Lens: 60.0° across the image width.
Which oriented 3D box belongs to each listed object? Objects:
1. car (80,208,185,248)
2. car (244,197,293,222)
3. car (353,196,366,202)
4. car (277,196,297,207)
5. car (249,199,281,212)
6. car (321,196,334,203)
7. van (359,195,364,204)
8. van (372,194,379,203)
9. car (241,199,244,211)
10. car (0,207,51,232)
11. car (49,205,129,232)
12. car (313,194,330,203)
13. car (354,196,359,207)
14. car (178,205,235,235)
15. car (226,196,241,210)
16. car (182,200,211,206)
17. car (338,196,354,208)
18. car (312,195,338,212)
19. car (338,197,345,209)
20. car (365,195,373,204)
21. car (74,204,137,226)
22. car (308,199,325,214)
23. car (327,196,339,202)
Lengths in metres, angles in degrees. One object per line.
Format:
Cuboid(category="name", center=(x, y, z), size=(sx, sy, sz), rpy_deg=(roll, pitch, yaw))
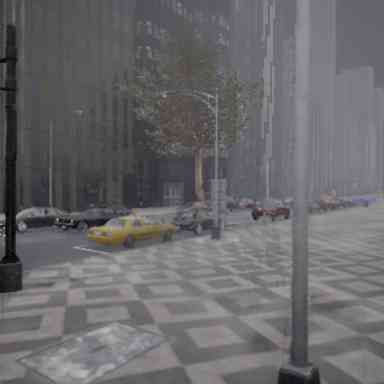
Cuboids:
Cuboid(category="car", center=(-2.639, 1.710, 15.896), size=(1.752, 1.417, 4.829), rpy_deg=(1, 0, 36))
Cuboid(category="car", center=(6.925, 1.519, 29.179), size=(2.192, 1.841, 5.009), rpy_deg=(1, 0, 36))
Cuboid(category="car", center=(40.846, 1.665, 81.032), size=(1.994, 1.385, 4.181), rpy_deg=(1, 0, 36))
Cuboid(category="car", center=(16.104, 1.590, 56.526), size=(1.967, 1.590, 4.097), rpy_deg=(1, 0, 36))
Cuboid(category="car", center=(9.450, 1.705, 42.650), size=(2.033, 1.411, 5.357), rpy_deg=(1, 0, 36))
Cuboid(category="car", center=(32.207, 1.743, 78.899), size=(2.008, 1.369, 4.403), rpy_deg=(1, 0, 36))
Cuboid(category="van", center=(29.468, 1.601, 60.498), size=(1.690, 1.788, 3.998), rpy_deg=(1, 0, 36))
Cuboid(category="van", center=(42.350, 1.636, 78.394), size=(1.690, 1.788, 3.998), rpy_deg=(1, 0, 36))
Cuboid(category="car", center=(6.442, 1.566, 43.102), size=(1.967, 1.590, 4.097), rpy_deg=(1, 0, 36))
Cuboid(category="car", center=(-9.663, 1.642, 20.731), size=(2.008, 1.369, 4.403), rpy_deg=(1, 0, 36))
Cuboid(category="car", center=(-6.151, 1.723, 21.053), size=(1.895, 1.301, 4.718), rpy_deg=(1, 0, 36))
Cuboid(category="car", center=(28.989, 1.499, 74.424), size=(2.192, 1.841, 5.009), rpy_deg=(1, 0, 36))
Cuboid(category="car", center=(26.246, 1.796, 56.024), size=(1.887, 1.381, 4.507), rpy_deg=(1, 0, 36))
Cuboid(category="car", center=(0.482, 1.741, 20.232), size=(2.008, 1.369, 4.403), rpy_deg=(1, 0, 36))
Cuboid(category="car", center=(3.222, 1.433, 38.627), size=(2.192, 1.841, 5.009), rpy_deg=(1, 0, 36))
Cuboid(category="car", center=(-0.001, 1.693, 34.154), size=(1.802, 1.307, 4.206), rpy_deg=(1, 0, 36))
Cuboid(category="car", center=(23.027, 1.558, 51.549), size=(2.192, 1.841, 5.009), rpy_deg=(1, 0, 36))
Cuboid(category="car", center=(16.586, 1.542, 42.601), size=(2.192, 1.841, 5.009), rpy_deg=(1, 0, 36))
Cuboid(category="car", center=(19.805, 1.780, 47.076), size=(1.887, 1.381, 4.507), rpy_deg=(1, 0, 36))
Cuboid(category="car", center=(35.907, 1.843, 69.447), size=(1.947, 1.339, 4.313), rpy_deg=(1, 0, 36))
Cuboid(category="car", center=(-6.442, 1.663, 25.205), size=(1.947, 1.339, 4.313), rpy_deg=(1, 0, 36))
Cuboid(category="car", center=(13.363, 1.785, 38.128), size=(1.947, 1.339, 4.313), rpy_deg=(1, 0, 36))
Cuboid(category="car", center=(35.329, 1.726, 83.235), size=(1.752, 1.417, 4.829), rpy_deg=(1, 0, 36))
